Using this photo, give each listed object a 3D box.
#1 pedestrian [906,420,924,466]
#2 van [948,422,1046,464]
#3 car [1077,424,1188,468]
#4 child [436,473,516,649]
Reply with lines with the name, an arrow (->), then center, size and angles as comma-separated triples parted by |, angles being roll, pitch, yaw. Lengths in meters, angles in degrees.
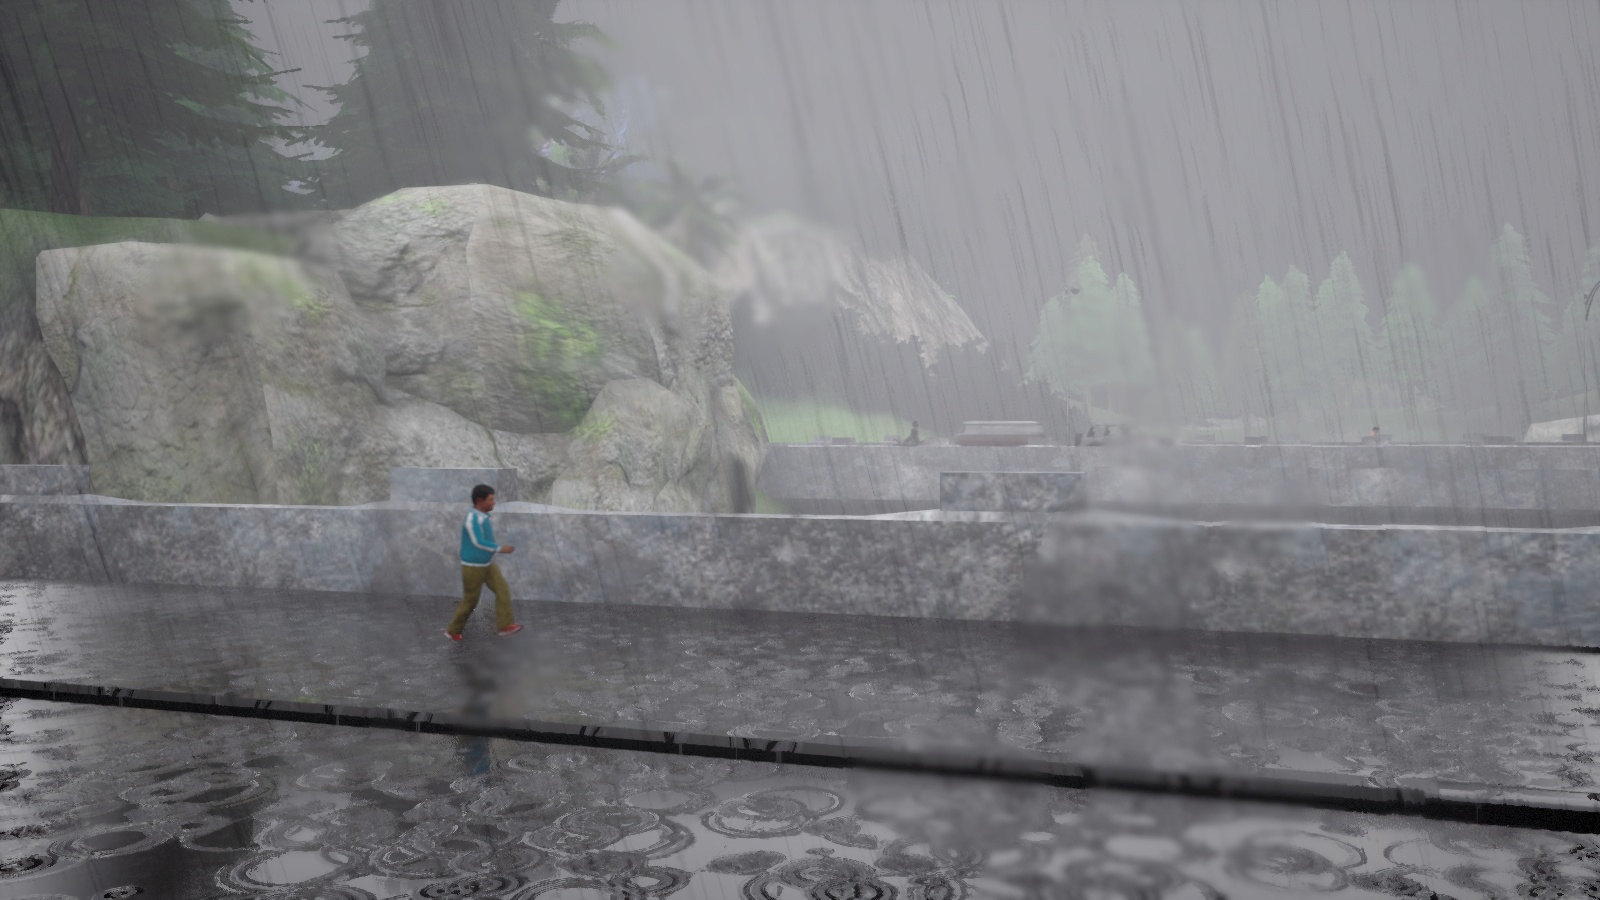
pedestrian -> 4.866, -0.293, 52.970 | 0.666, 1.930, 0.402 | 1, 1, 19
van -> 9.605, -0.364, 61.148 | 4.442, 1.987, 1.775 | 1, 1, 19
car -> 14.634, -0.185, 55.244 | 4.605, 1.855, 1.932 | 0, 1, 19
child -> -2.270, 0.767, 8.821 | 0.448, 1.192, 0.343 | 0, 1, 7
